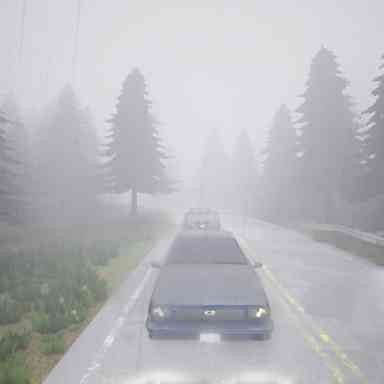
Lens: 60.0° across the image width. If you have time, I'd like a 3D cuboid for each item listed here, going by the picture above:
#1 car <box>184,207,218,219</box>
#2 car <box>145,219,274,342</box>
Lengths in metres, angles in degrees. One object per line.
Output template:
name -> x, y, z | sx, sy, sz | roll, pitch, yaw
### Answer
car -> 0.500, 1.584, 19.180 | 1.994, 1.385, 4.181 | 0, 0, -2
car -> 0.294, 1.558, 7.095 | 2.033, 1.411, 5.357 | 0, 0, 1
